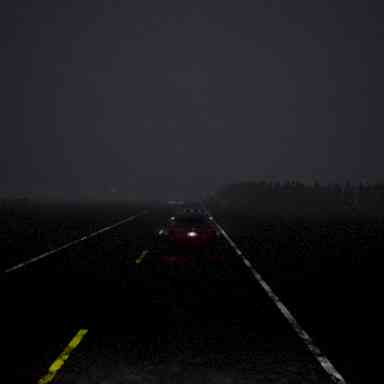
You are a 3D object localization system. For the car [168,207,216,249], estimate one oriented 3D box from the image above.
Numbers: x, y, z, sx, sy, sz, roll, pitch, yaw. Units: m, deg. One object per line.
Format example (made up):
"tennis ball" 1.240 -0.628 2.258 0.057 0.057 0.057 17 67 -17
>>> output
"car" 0.000 1.576 14.656 1.994 1.385 4.181 0 0 0

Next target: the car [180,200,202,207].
"car" 0.000 1.625 29.688 1.895 1.301 4.718 0 0 0

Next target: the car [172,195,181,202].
"car" -3.500 1.489 76.609 1.812 1.442 4.674 0 0 0
